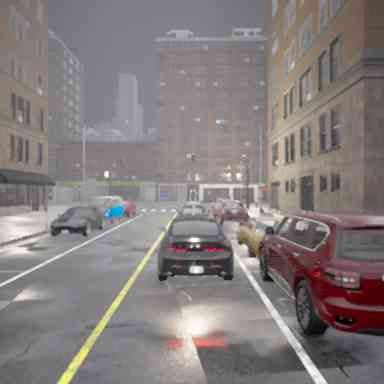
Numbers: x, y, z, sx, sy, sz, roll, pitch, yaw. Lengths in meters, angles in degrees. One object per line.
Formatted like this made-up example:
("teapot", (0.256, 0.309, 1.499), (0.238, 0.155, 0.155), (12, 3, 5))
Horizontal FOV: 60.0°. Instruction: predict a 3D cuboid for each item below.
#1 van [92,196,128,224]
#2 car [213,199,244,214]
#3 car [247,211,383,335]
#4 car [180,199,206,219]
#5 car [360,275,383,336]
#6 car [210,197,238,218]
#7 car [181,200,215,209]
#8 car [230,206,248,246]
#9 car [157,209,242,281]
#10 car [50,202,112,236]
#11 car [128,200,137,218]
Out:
("van", (-5.842, 1.199, 22.984), (1.690, 1.788, 3.998), (1, 0, 0))
("car", (2.682, 1.298, 22.981), (1.967, 1.590, 4.097), (1, 0, 0))
("car", (2.679, 1.270, 6.532), (2.192, 1.841, 5.009), (1, 0, 0))
("car", (0.087, 1.375, 28.264), (2.033, 1.411, 5.357), (0, 0, 0))
("car", (2.675, 1.542, 1.052), (2.008, 1.369, 4.403), (1, 0, 0))
("car", (2.684, 1.266, 28.464), (1.967, 1.590, 4.097), (1, 0, 0))
("car", (0.104, 1.411, 18.293), (1.812, 1.442, 4.674), (0, 0, 0))
("car", (2.679, 1.446, 12.187), (1.752, 1.417, 4.829), (1, 0, 0))
("car", (0.068, 1.440, 9.618), (1.837, 1.490, 4.892), (0, 0, -1))
("car", (-5.846, 1.455, 17.503), (1.947, 1.339, 4.313), (1, 0, 0))
("car", (-5.842, 1.371, 28.468), (1.887, 1.381, 4.507), (1, 0, 0))
